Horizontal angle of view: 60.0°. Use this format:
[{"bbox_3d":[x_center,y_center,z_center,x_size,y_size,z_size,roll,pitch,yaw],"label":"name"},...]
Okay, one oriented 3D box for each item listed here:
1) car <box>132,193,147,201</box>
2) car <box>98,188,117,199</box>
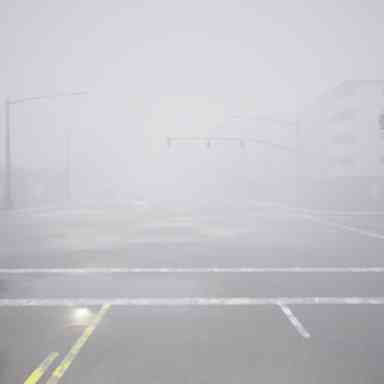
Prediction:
[{"bbox_3d":[-8.524,0.779,53.769,1.895,1.301,4.718,0,1,-18],"label":"car"},{"bbox_3d":[-15.631,0.275,61.334,2.150,2.045,5.566,-1,1,-31],"label":"car"}]
